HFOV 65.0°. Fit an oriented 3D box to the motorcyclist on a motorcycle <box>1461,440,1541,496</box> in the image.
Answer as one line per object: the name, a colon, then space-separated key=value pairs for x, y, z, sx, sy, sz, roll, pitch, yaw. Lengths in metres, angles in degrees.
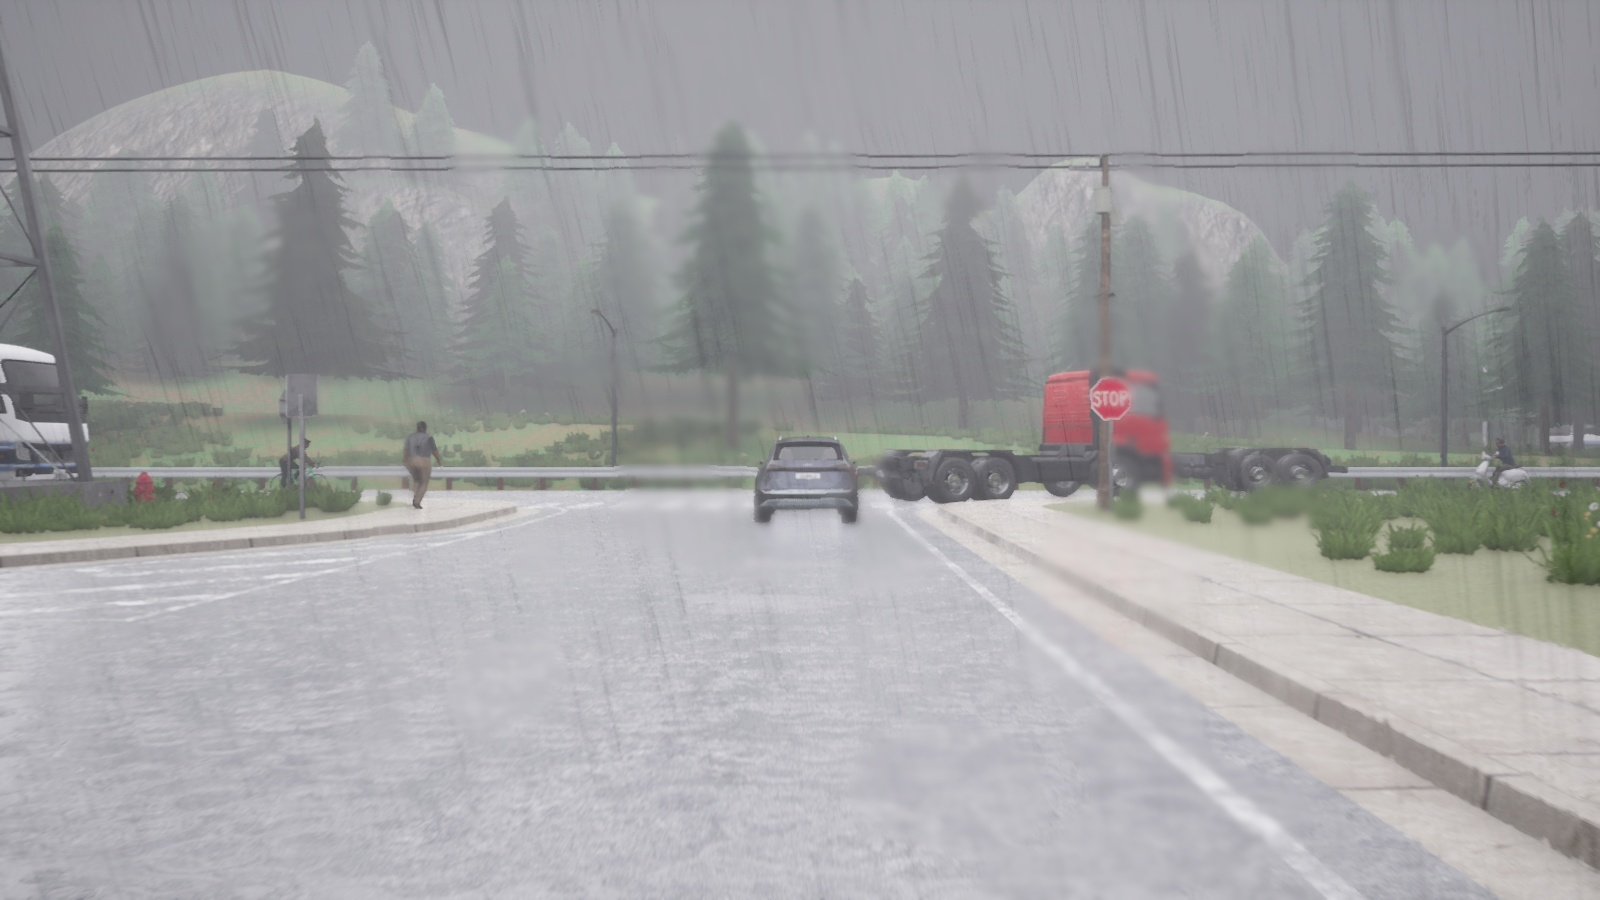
motorcyclist on a motorcycle: x=20.304 y=0.511 z=36.400 sx=1.817 sy=1.590 sz=0.866 roll=0 pitch=0 yaw=1

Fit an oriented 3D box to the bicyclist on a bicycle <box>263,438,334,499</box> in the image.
bicyclist on a bicycle: x=-13.443 y=0.499 z=33.688 sx=1.656 sy=1.620 sz=0.582 roll=0 pitch=0 yaw=1

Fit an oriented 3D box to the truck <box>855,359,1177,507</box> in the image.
truck: x=5.617 y=-0.414 z=32.360 sx=7.936 sy=3.462 sz=2.891 roll=0 pitch=0 yaw=-25

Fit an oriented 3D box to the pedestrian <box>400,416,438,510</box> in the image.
pedestrian: x=-7.614 y=0.254 z=25.128 sx=0.540 sy=1.848 sz=0.694 roll=0 pitch=0 yaw=2

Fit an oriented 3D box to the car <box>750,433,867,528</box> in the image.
car: x=0.154 y=0.538 z=24.271 sx=2.033 sy=1.649 sz=4.856 roll=0 pitch=0 yaw=0

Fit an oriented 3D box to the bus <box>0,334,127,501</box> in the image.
bus: x=-24.368 y=-0.841 z=33.935 sx=10.273 sy=4.253 sz=3.944 roll=0 pitch=0 yaw=1

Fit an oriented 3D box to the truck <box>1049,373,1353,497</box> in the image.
truck: x=11.490 y=-0.432 z=36.602 sx=7.936 sy=3.462 sz=2.891 roll=0 pitch=0 yaw=1
